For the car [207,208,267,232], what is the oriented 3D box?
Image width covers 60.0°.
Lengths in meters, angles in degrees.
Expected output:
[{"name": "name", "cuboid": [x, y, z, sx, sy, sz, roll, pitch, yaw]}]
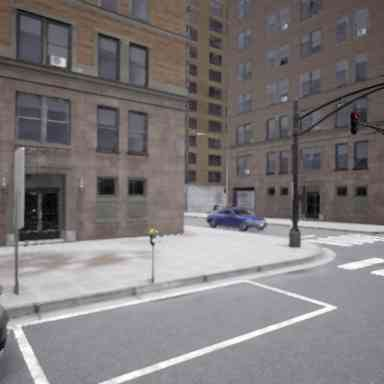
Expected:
[{"name": "car", "cuboid": [2.896, 1.790, 22.421, 1.812, 1.442, 4.674, 1, -1, -37]}]

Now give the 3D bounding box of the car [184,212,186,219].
[{"name": "car", "cuboid": [-2.463, 1.810, 29.865, 2.128, 1.511, 4.902, 1, -1, -36]}]

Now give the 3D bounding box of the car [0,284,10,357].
[{"name": "car", "cuboid": [-4.243, 1.534, 3.150, 4.403, 1.369, 2.008, 1, -1, -36]}]
